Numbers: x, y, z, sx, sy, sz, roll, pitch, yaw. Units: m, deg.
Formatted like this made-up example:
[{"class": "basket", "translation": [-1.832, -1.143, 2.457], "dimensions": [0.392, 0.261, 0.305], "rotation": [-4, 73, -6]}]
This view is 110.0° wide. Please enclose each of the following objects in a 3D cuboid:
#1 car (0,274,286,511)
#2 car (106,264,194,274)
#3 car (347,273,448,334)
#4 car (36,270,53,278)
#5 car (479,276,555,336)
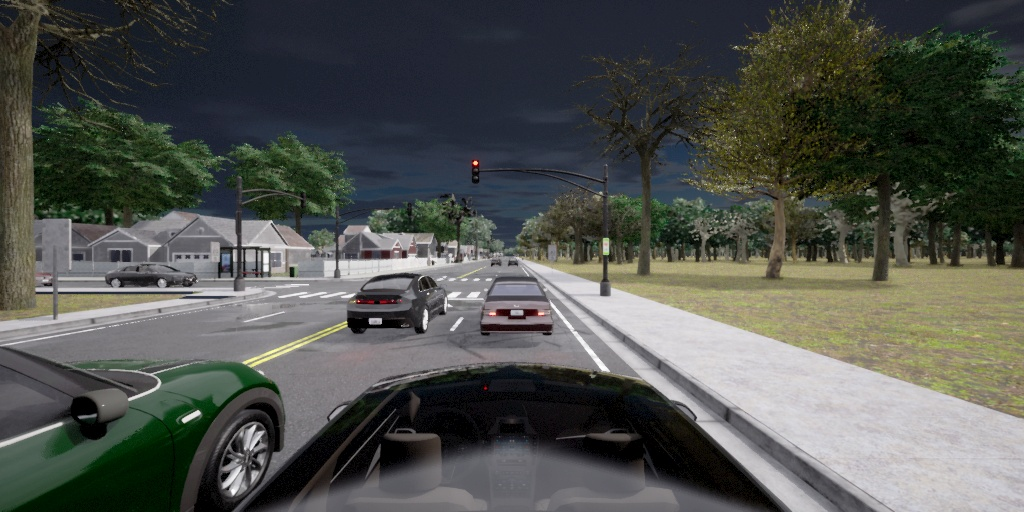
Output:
[{"class": "car", "translation": [-3.148, 1.102, 1.463], "dimensions": [2.097, 1.767, 4.553], "rotation": [0, 0, 0]}, {"class": "car", "translation": [-22.913, 1.285, 22.893], "dimensions": [4.892, 1.490, 1.837], "rotation": [0, 0, 0]}, {"class": "car", "translation": [-3.145, 1.254, 10.661], "dimensions": [1.837, 1.490, 4.892], "rotation": [0, 0, 0]}, {"class": "car", "translation": [-32.201, 1.321, 22.967], "dimensions": [4.674, 1.442, 1.812], "rotation": [0, 0, 0]}, {"class": "car", "translation": [0.112, 1.297, 10.410], "dimensions": [2.033, 1.411, 5.357], "rotation": [0, 0, 0]}]
